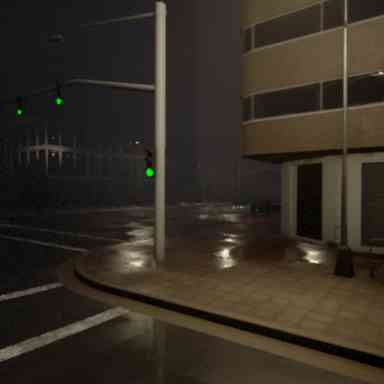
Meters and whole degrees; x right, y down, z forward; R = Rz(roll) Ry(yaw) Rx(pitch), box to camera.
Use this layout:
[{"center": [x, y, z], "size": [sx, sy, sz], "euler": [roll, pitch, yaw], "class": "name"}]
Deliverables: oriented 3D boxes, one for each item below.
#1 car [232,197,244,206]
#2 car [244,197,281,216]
[{"center": [8.143, 1.405, 51.059], "size": [2.033, 1.411, 5.357], "euler": [0, 0, 37], "class": "car"}, {"center": [7.303, 1.412, 32.007], "size": [2.128, 1.511, 4.902], "euler": [0, 0, 36], "class": "car"}]
